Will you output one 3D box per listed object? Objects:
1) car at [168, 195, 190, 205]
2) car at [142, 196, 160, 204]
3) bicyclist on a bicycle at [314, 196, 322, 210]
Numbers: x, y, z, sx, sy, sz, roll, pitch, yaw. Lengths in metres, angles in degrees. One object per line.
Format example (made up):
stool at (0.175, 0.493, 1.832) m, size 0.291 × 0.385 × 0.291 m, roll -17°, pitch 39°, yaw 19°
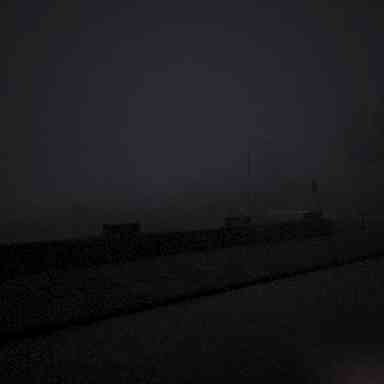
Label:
car at (-2.302, 1.352, 57.303) m, size 2.097 × 1.767 × 4.553 m, roll 0°, pitch 0°, yaw -35°
car at (-8.175, 1.478, 65.455) m, size 1.882 × 1.535 × 5.008 m, roll 0°, pitch 0°, yaw -36°
bicyclist on a bicycle at (15.190, 1.349, 40.104) m, size 1.656 × 1.620 × 0.582 m, roll 0°, pitch 0°, yaw -36°
